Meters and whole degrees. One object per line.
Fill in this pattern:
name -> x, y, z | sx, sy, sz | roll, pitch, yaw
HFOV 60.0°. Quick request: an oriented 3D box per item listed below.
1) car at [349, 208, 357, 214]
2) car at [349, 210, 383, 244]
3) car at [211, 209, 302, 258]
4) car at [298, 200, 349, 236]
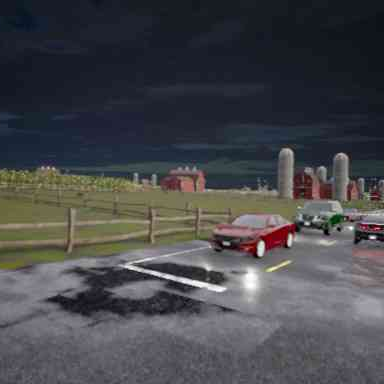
car -> 14.122, 2.156, 29.993 | 1.994, 1.385, 4.181 | 3, 0, 35
car -> 9.745, 1.917, 17.323 | 1.837, 1.490, 4.892 | 2, 0, 35
car -> 2.626, 1.579, 13.581 | 1.882, 1.535, 5.008 | 3, 0, 35
car -> 8.351, 1.567, 21.733 | 2.150, 2.045, 5.566 | 3, 0, 35
